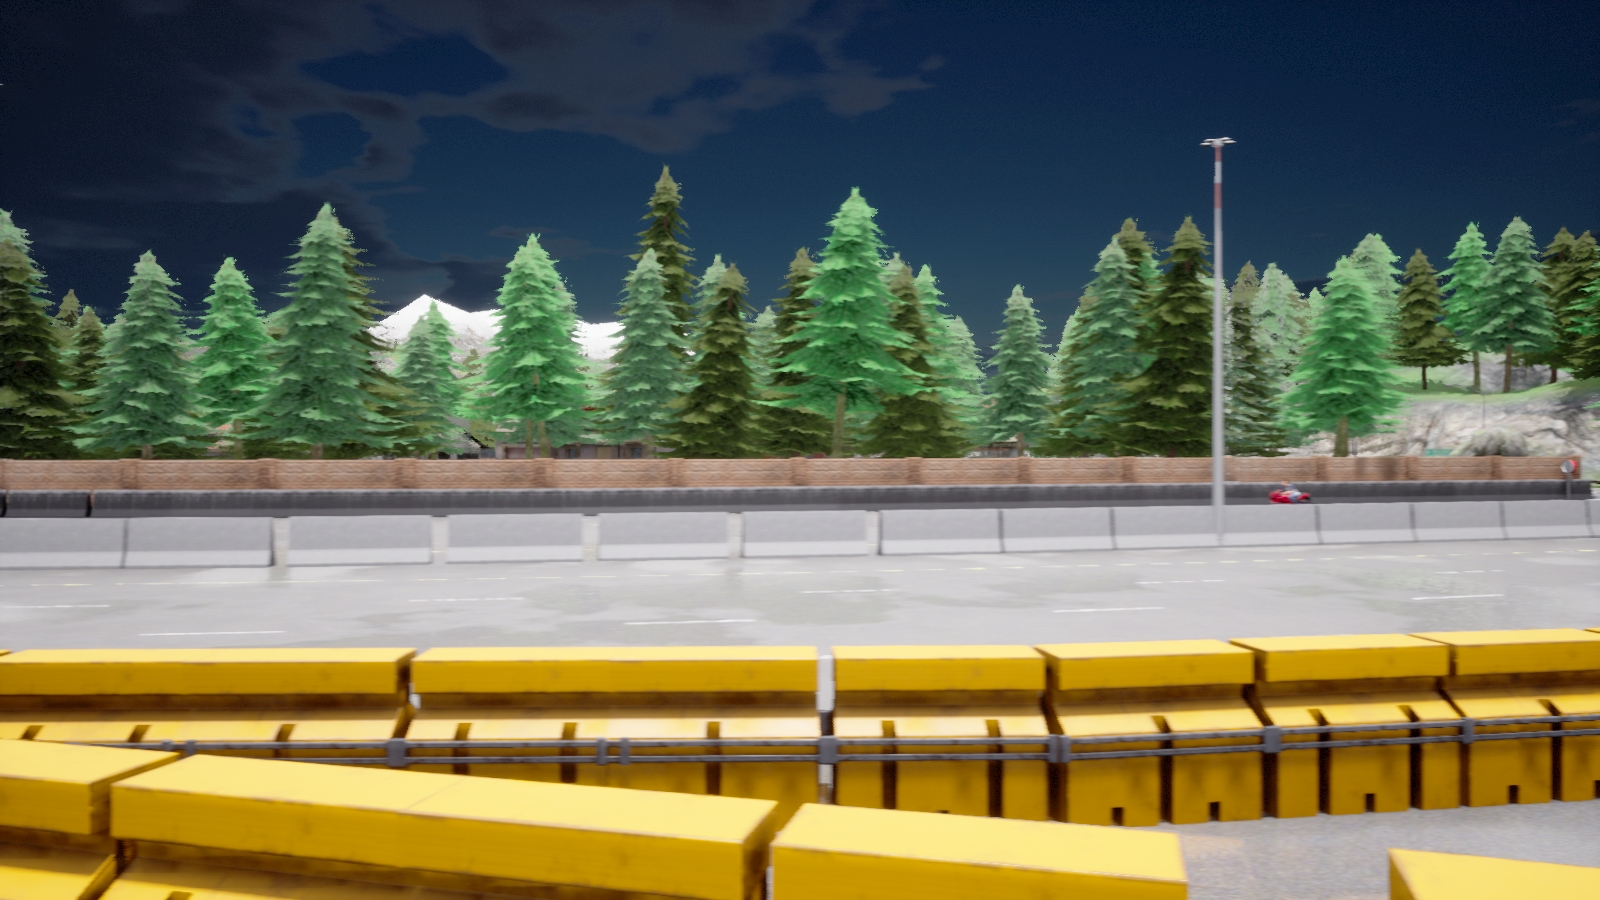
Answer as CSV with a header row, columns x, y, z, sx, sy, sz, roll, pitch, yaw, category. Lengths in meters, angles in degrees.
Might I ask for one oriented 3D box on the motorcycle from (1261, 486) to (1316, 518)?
x,y,z,sx,sy,sz,roll,pitch,yaw,category
20.231,2.144,47.347,2.033,1.217,0.803,-1,0,-15,motorcycle
